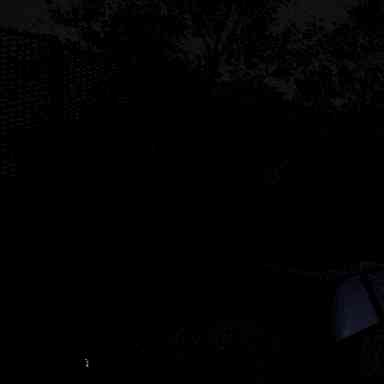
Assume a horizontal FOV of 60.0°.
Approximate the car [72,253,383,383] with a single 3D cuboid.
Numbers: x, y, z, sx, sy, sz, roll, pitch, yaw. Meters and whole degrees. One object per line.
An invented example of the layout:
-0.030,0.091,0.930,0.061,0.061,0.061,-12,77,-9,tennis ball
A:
1.451,1.551,4.125,5.357,1.411,2.033,0,0,-36,car
